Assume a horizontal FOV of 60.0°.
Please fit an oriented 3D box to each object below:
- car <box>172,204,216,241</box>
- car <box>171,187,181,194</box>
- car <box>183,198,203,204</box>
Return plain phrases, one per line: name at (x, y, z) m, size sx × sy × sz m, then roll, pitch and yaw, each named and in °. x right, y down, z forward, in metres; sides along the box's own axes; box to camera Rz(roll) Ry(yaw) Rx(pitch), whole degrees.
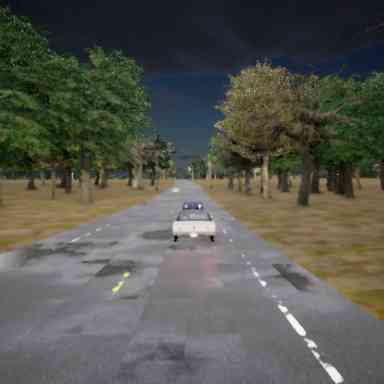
car at (0.090, 1.496, 16.105) m, size 1.895 × 1.301 × 4.718 m, roll 0°, pitch 1°, yaw 0°
car at (-3.537, -0.324, 73.614) m, size 1.812 × 1.442 × 4.674 m, roll 0°, pitch 3°, yaw 0°
car at (0.084, 1.200, 31.283) m, size 1.895 × 1.301 × 4.718 m, roll 0°, pitch 1°, yaw 0°
